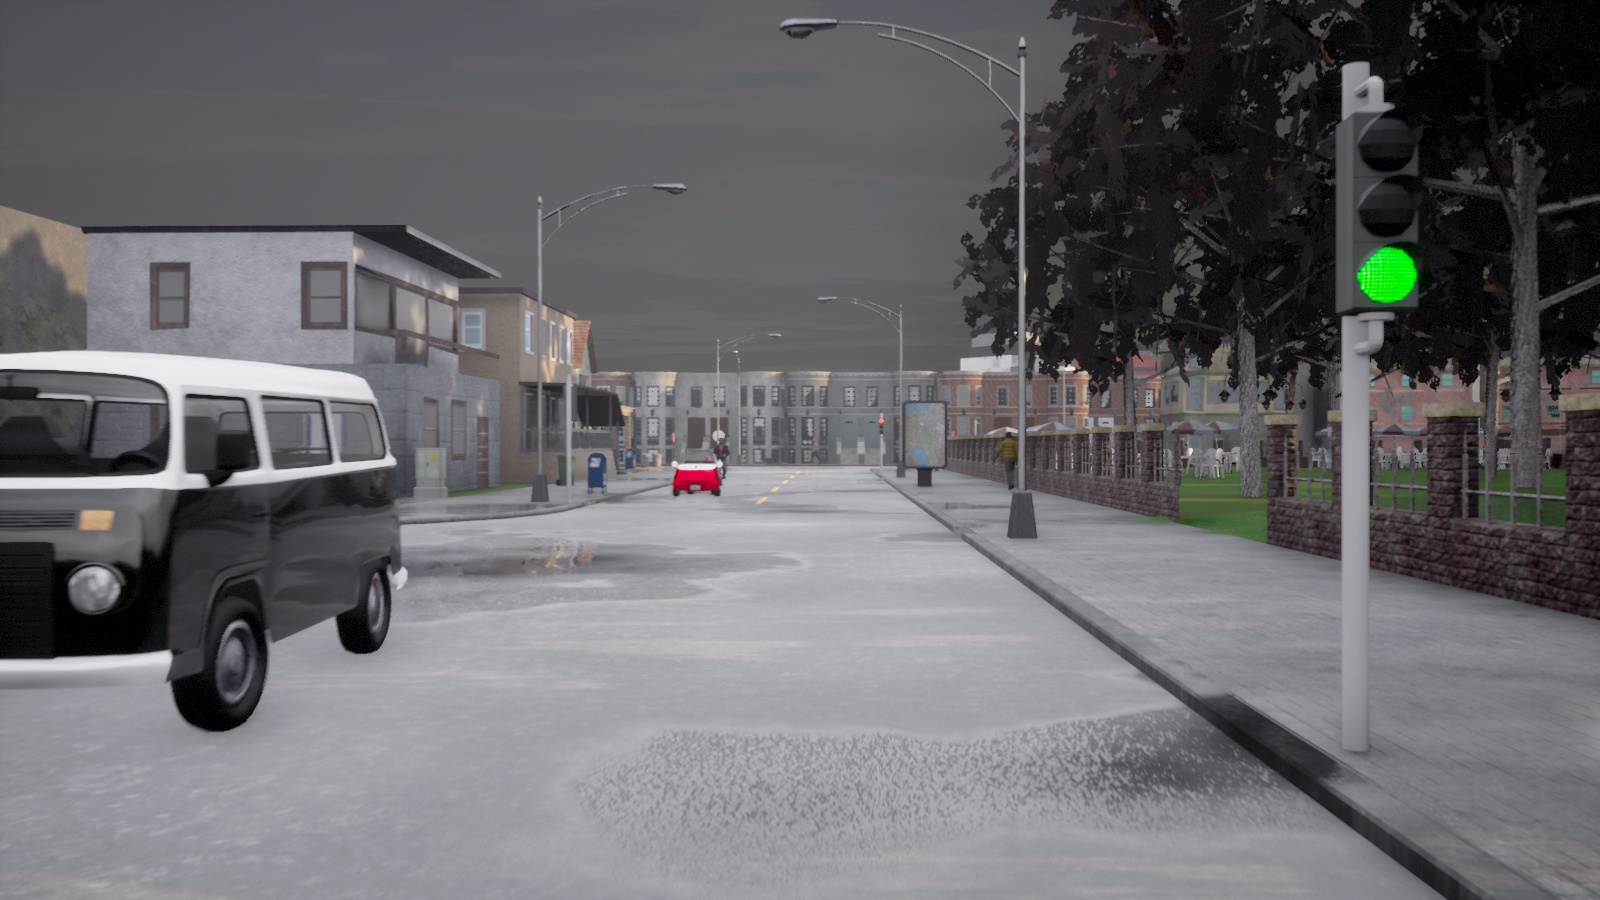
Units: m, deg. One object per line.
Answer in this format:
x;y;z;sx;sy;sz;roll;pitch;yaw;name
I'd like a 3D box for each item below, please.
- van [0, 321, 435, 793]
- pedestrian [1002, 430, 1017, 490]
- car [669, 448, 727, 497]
-3.830;0.431;7.635;2.069;2.038;4.480;0;1;-2;van
6.402;0.305;38.417;0.370;1.835;0.726;0;0;2;pedestrian
-2.988;0.647;37.067;1.481;1.376;2.207;0;0;2;car
